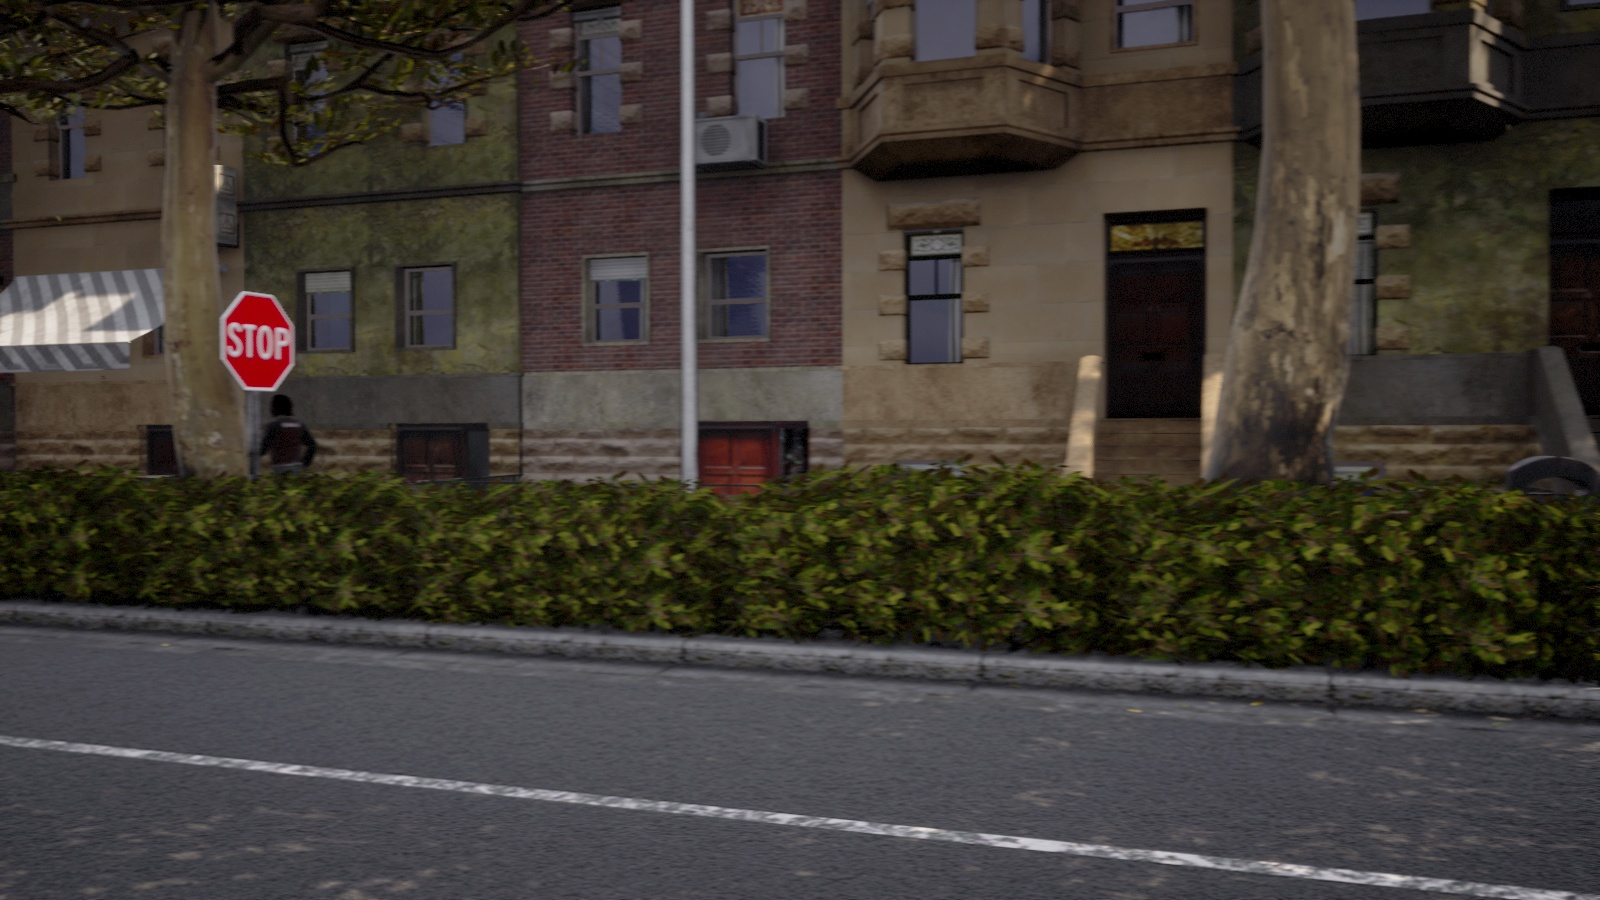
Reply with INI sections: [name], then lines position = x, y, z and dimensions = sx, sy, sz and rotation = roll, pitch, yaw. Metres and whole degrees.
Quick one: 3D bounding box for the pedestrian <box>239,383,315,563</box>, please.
[pedestrian]
position = -5.715, 0.243, 13.738
dimensions = 0.666, 1.930, 0.402
rotation = 1, 1, 20
